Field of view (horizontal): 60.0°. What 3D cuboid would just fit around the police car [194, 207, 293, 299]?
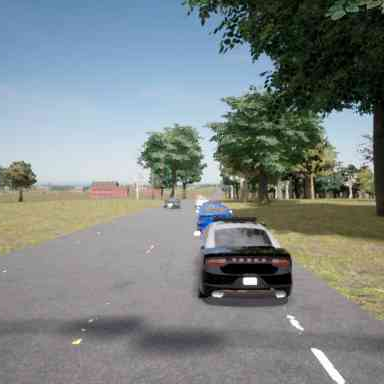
[{"bbox_3d":[1.085,1.418,8.639,1.930,1.638,5.238,0,0,1],"label":"police car"}]

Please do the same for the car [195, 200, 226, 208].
[{"bbox_3d":[1.253,1.457,18.491,1.882,1.535,5.008,0,0,1],"label":"car"}]

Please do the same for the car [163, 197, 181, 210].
[{"bbox_3d":[-2.446,1.429,41.874,2.128,1.511,4.902,0,0,3],"label":"car"}]

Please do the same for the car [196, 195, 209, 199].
[{"bbox_3d":[1.450,1.460,46.215,1.812,1.442,4.674,0,0,4],"label":"car"}]

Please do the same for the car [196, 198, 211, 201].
[{"bbox_3d":[1.419,1.476,24.465,1.837,1.490,4.892,0,0,2],"label":"car"}]
